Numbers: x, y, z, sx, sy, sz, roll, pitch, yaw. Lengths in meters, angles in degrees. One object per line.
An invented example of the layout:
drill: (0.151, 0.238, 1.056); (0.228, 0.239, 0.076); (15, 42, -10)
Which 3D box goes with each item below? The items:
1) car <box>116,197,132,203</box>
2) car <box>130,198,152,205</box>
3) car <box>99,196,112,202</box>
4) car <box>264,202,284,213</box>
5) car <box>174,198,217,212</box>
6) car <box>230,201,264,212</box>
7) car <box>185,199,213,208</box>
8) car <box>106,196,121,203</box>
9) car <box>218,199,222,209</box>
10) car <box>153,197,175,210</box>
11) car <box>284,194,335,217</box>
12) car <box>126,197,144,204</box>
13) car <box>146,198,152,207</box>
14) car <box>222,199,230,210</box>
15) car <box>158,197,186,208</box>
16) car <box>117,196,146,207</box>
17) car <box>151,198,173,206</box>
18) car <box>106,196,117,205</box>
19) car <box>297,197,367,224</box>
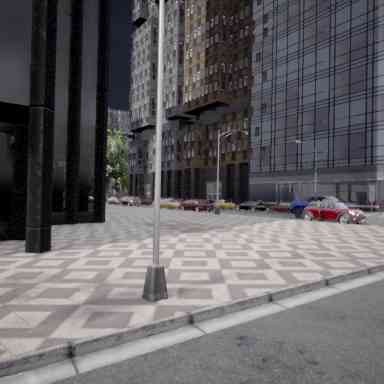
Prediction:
car: (-14.961, 1.743, 72.824); (1.947, 1.339, 4.313); (2, -1, -35)
car: (-9.300, 1.706, 60.111); (1.895, 1.301, 4.718); (2, -1, -35)
car: (-21.326, 1.758, 81.763); (1.802, 1.307, 4.206); (2, -1, -35)
car: (10.499, 1.746, 37.068); (1.802, 1.307, 4.206); (2, -1, -35)
car: (0.373, 1.487, 36.598); (1.887, 1.381, 4.507); (2, -1, -35)
car: (7.317, 1.733, 41.537); (1.947, 1.339, 4.313); (2, -1, -35)
car: (0.952, 1.725, 50.476); (2.008, 1.369, 4.403); (2, -1, -35)
car: (-18.241, 1.702, 77.433); (1.752, 1.417, 4.829); (2, -1, -35)
car: (0.881, 1.562, 40.487); (2.033, 1.411, 5.357); (2, -1, -35)
car: (-2.711, 1.471, 40.930); (1.752, 1.417, 4.829); (2, -1, -35)
car: (10.612, 1.226, 26.820); (2.150, 2.045, 5.566); (2, -1, -35)
car: (-11.778, 1.743, 68.355); (1.947, 1.339, 4.313); (2, -1, -35)
car: (-8.206, 1.502, 53.393); (1.882, 1.535, 5.008); (2, -1, -35)
car: (4.037, 1.696, 46.146); (1.752, 1.417, 4.829); (2, -1, -35)
car: (-3.212, 1.595, 51.639); (2.128, 1.511, 4.902); (2, -1, -35)
car: (-9.174, 1.391, 50.011); (1.967, 1.590, 4.097); (2, -1, -35)
car: (-5.413, 1.728, 59.416); (2.008, 1.369, 4.403); (2, -1, -35)
car: (-12.361, 1.534, 54.479); (1.802, 1.307, 4.206); (2, -1, -35)
car: (9.906, 1.372, 23.215); (1.967, 1.590, 4.097); (2, -1, -36)
